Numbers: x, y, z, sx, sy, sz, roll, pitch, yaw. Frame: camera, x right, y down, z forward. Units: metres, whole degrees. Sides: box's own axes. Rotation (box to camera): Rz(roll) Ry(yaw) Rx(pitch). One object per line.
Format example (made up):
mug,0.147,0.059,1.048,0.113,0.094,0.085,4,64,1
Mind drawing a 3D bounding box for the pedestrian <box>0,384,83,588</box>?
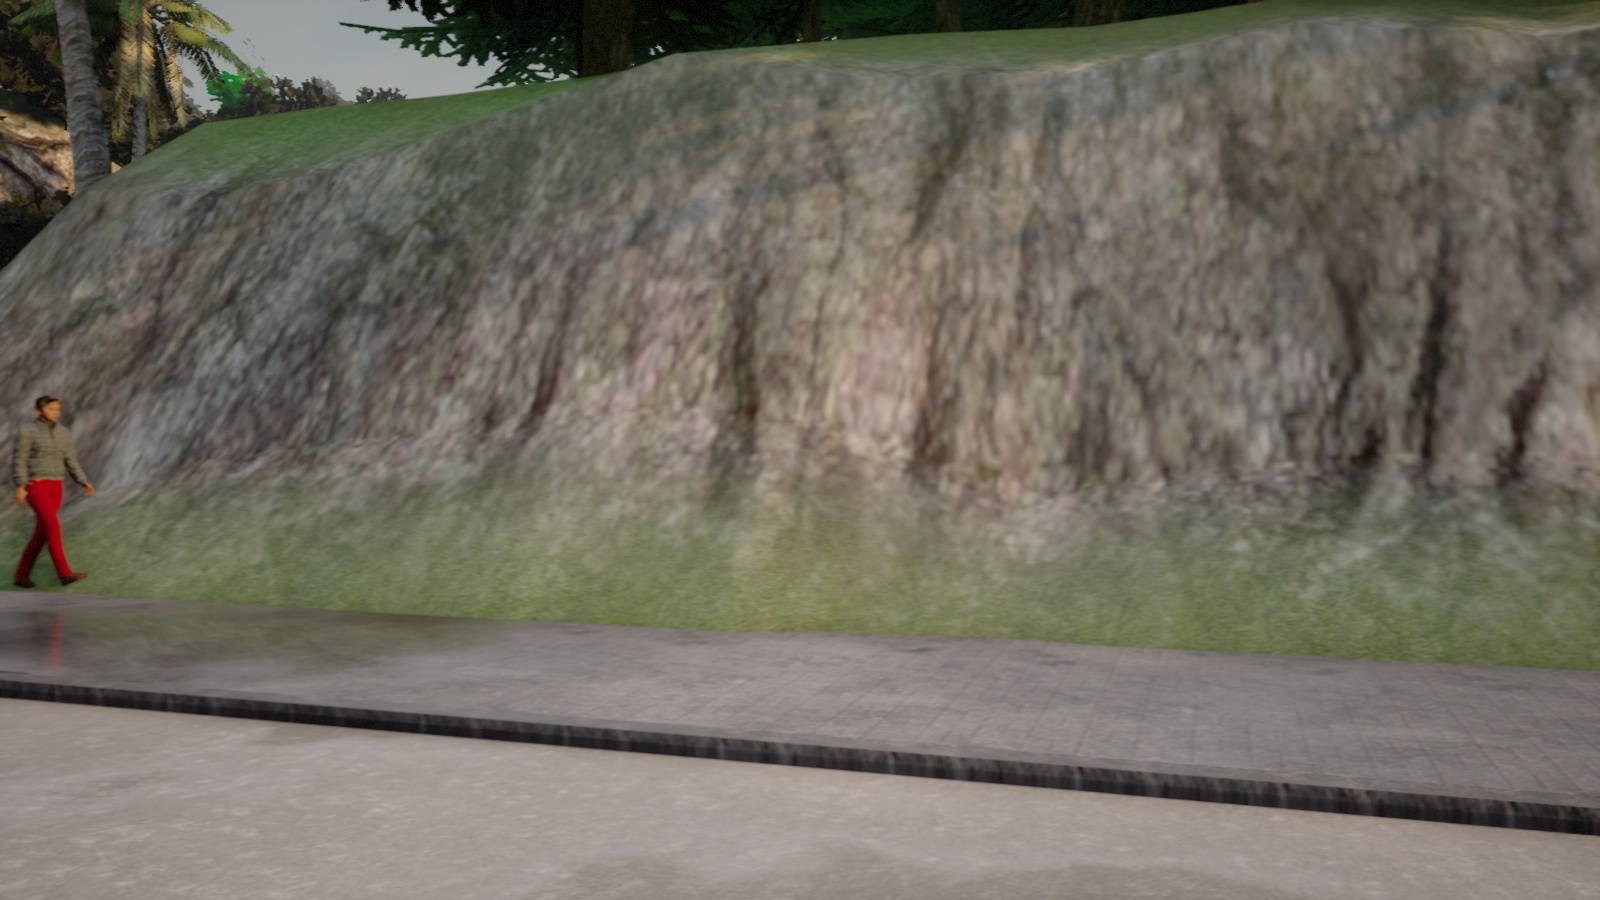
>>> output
pedestrian,-7.036,0.322,11.629,0.614,1.847,0.353,1,1,18
